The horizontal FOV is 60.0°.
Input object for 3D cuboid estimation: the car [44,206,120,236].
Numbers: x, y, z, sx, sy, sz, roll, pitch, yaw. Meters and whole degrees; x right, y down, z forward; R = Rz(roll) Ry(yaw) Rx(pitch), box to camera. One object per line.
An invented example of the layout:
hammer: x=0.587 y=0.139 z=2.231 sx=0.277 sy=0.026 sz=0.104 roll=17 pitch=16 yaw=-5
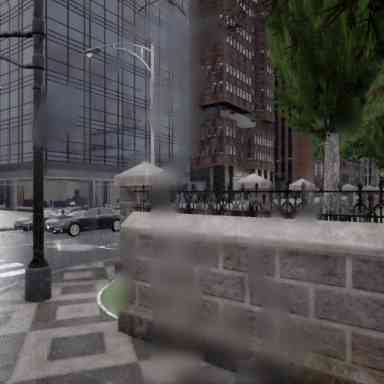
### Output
car: x=-5.955 y=1.589 z=19.019 sx=1.837 sy=1.490 sz=4.892 roll=0 pitch=0 yaw=36

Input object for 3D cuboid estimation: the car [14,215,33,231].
car: x=-8.393 y=1.632 z=20.193 sx=2.008 sy=1.369 sz=4.403 roll=0 pitch=-1 yaw=36
